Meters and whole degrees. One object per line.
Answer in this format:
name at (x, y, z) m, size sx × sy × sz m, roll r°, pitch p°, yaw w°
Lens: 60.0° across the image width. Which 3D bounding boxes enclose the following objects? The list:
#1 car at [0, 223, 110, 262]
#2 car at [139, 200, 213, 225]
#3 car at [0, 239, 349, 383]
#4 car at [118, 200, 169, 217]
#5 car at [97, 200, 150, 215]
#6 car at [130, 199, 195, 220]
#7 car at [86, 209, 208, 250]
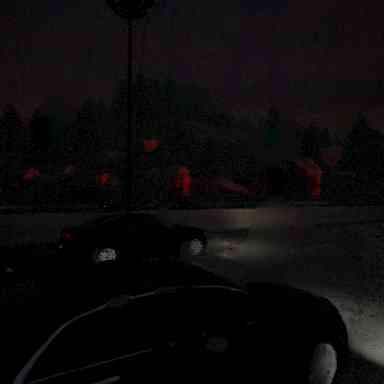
car at (-4.003, 1.459, 5.140) m, size 4.892 × 1.490 × 1.837 m, roll 0°, pitch 0°, yaw -36°
car at (-1.103, 1.400, 24.117) m, size 5.008 × 1.535 × 1.882 m, roll 0°, pitch 0°, yaw -31°
car at (-0.317, 1.492, 3.460) m, size 4.892 × 1.490 × 1.837 m, roll 0°, pitch 0°, yaw -35°
car at (-4.392, 1.444, 30.299) m, size 4.181 × 1.385 × 1.994 m, roll 0°, pitch 0°, yaw -31°
car at (-6.758, 1.456, 32.979) m, size 4.718 × 1.301 × 1.895 m, roll 0°, pitch 0°, yaw -32°
car at (-2.390, 1.381, 27.427) m, size 5.008 × 1.535 × 1.882 m, roll 0°, pitch 0°, yaw -31°
car at (-1.734, 1.431, 10.995) m, size 5.008 × 1.535 × 1.882 m, roll 0°, pitch 0°, yaw -34°
